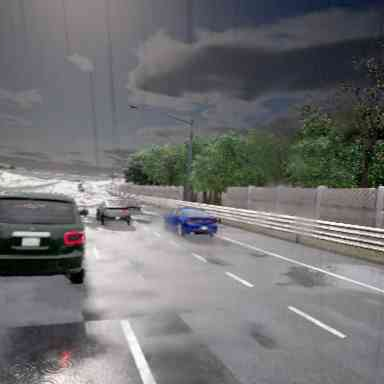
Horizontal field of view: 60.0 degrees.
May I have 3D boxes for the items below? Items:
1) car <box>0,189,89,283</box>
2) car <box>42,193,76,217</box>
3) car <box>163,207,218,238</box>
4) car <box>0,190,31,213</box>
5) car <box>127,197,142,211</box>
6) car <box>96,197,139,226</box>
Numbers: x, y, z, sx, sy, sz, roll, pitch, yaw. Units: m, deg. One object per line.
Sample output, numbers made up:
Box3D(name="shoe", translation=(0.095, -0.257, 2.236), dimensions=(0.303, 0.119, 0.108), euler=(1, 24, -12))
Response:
Box3D(name="car", translation=(-4.024, 1.009, 8.906), dimensions=(2.150, 2.045, 5.566), euler=(4, 0, -20))
Box3D(name="car", translation=(-10.376, 0.961, 26.186), dimensions=(2.128, 1.511, 4.902), euler=(4, 0, -20))
Box3D(name="car", translation=(-0.230, 1.588, 18.779), dimensions=(1.882, 1.535, 5.008), euler=(4, 0, -20))
Box3D(name="car", translation=(-14.195, 0.689, 26.468), dimensions=(1.882, 1.535, 5.008), euler=(4, 0, -20))
Box3D(name="car", translation=(-6.902, 1.320, 37.067), dimensions=(2.033, 1.411, 5.357), euler=(4, 0, -20))
Box3D(name="car", translation=(-5.196, 1.286, 21.888), dimensions=(2.128, 1.511, 4.902), euler=(4, 0, -20))
